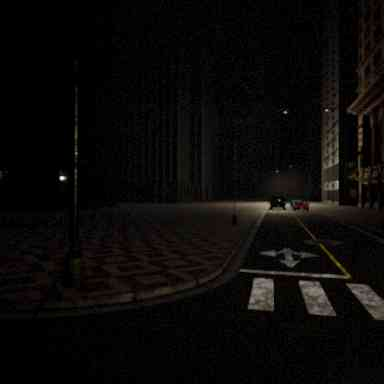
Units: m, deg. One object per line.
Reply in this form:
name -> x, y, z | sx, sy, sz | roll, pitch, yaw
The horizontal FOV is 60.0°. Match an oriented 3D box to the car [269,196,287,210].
car -> 12.491, 1.533, 48.407 | 2.150, 2.045, 5.566 | 0, 0, 14

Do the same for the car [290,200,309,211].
car -> 14.931, 1.906, 45.640 | 1.895, 1.301, 4.718 | 0, 0, 14

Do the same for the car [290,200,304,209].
car -> 16.816, 1.957, 53.404 | 1.895, 1.301, 4.718 | 0, 0, 14
